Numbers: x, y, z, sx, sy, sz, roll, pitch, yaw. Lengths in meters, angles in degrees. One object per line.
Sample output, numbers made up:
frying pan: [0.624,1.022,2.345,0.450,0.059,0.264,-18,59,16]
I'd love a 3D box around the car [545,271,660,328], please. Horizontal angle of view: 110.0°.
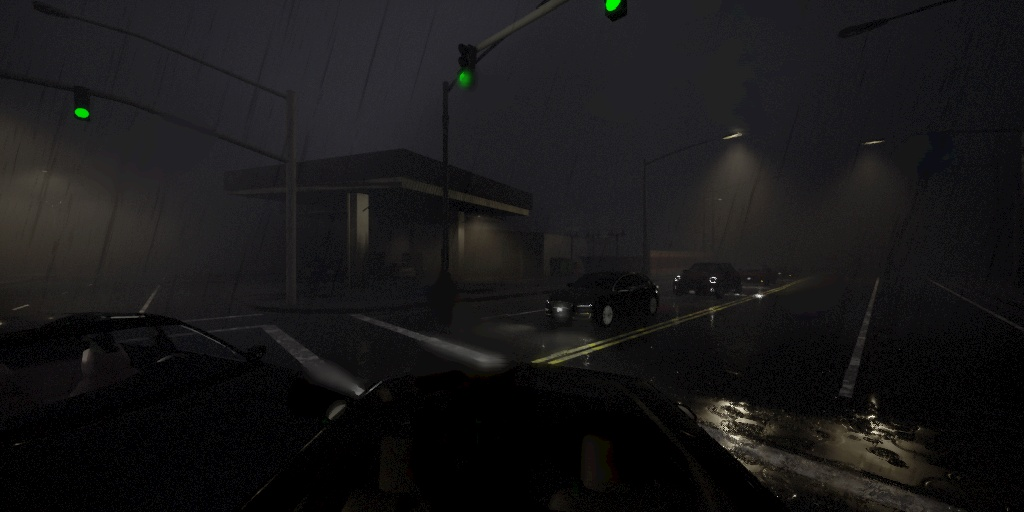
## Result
car: [3.083,1.255,11.615,4.892,1.490,1.837,0,0,-44]

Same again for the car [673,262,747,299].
car: [10.041,1.102,18.340,4.553,1.767,2.097,0,0,-44]

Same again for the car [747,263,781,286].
car: [17.087,1.314,25.129,4.181,1.385,1.994,0,0,-45]

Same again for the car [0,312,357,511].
car: [-3.375,1.242,2.708,4.902,1.511,2.128,0,0,16]

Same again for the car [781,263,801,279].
car: [24.343,1.314,32.057,4.181,1.385,1.994,0,0,-44]
